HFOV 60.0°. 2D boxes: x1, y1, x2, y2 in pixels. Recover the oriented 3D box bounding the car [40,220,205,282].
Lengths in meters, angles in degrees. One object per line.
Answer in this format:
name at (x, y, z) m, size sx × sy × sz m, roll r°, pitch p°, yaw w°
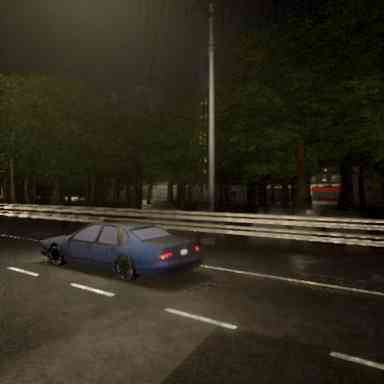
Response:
car at (-2.243, 1.549, 9.767) m, size 5.357 × 1.411 × 2.033 m, roll 0°, pitch 0°, yaw 36°
